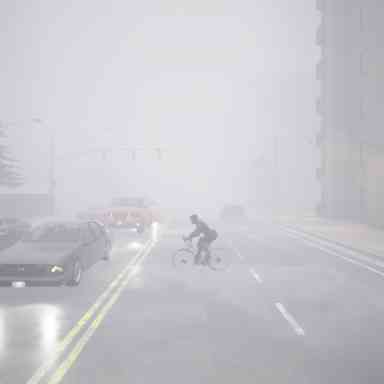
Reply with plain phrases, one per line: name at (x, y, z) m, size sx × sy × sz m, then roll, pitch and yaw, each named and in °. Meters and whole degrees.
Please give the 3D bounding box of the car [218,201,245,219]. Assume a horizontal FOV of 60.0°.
car at (3.358, 1.478, 28.811) m, size 1.882 × 1.535 × 5.008 m, roll 0°, pitch 0°, yaw 0°

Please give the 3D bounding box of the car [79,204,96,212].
car at (-7.149, 1.601, 24.958) m, size 1.895 × 1.301 × 4.718 m, roll 0°, pitch 0°, yaw 0°

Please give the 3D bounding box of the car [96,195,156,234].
car at (-3.664, 1.221, 19.565) m, size 2.150 × 2.045 × 5.566 m, roll 0°, pitch 0°, yaw 0°

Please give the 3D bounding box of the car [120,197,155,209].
car at (-7.538, 1.478, 45.801) m, size 5.008 × 1.535 × 1.882 m, roll 0°, pitch 0°, yaw 38°

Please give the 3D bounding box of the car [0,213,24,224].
car at (-7.141, 1.492, 11.093) m, size 2.128 × 1.511 × 4.902 m, roll 0°, pitch 0°, yaw 0°

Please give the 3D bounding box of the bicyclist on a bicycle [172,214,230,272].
bicyclist on a bicycle at (0.243, 1.455, 9.371) m, size 1.656 × 1.620 × 0.582 m, roll -2°, pitch 0°, yaw 0°

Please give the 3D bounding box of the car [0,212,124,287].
car at (-3.635, 1.547, 9.624) m, size 2.033 × 1.411 × 5.357 m, roll 0°, pitch 0°, yaw 0°

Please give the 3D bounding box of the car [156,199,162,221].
car at (-3.635, 1.352, 27.381) m, size 2.097 × 1.767 × 4.553 m, roll 0°, pitch 0°, yaw 0°
